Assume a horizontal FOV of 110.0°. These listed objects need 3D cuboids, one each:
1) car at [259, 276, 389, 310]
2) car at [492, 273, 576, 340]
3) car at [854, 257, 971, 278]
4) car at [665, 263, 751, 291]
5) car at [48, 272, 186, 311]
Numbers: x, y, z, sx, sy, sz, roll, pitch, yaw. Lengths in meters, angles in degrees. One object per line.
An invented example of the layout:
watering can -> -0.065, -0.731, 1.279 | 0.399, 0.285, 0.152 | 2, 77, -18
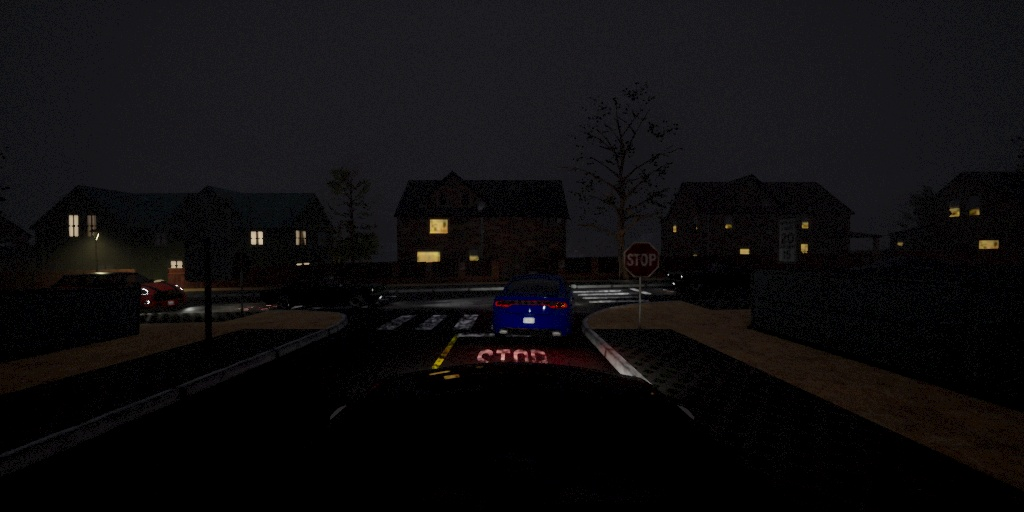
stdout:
car -> -7.820, 1.505, 15.305 | 4.718, 1.301, 1.895 | -1, 1, 0
car -> 0.781, 1.225, 10.103 | 1.882, 1.535, 5.008 | 0, 0, 10
car -> 20.046, 0.751, 18.286 | 5.357, 1.411, 2.033 | -1, 1, 0
car -> 10.400, 1.032, 18.244 | 4.718, 1.301, 1.895 | -1, 1, -1
car -> -16.807, 1.470, 15.292 | 4.553, 1.767, 2.097 | -1, 1, 0
